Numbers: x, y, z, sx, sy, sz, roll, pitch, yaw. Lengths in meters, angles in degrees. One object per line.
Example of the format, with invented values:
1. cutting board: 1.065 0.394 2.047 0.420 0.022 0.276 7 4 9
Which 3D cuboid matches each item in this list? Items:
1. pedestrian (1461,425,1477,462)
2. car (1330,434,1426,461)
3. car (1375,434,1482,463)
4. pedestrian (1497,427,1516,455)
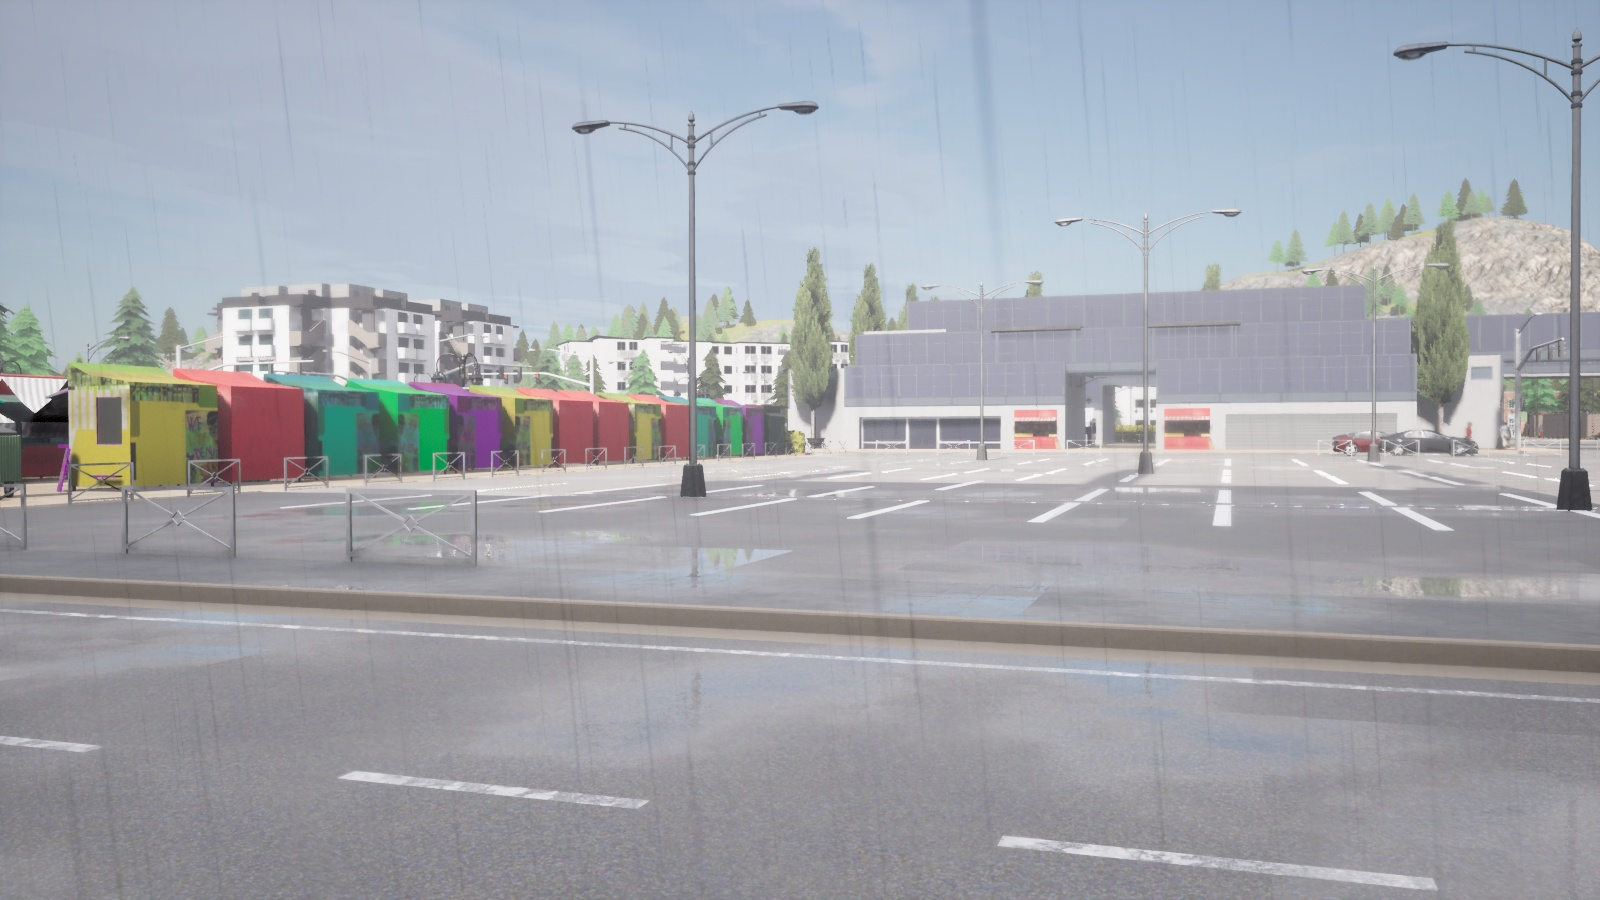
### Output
1. pedestrian: 33.500 -0.340 62.862 0.636 1.846 0.331 1 1 19
2. car: 32.991 -0.145 71.838 4.792 1.488 2.163 1 1 20
3. car: 33.860 -0.120 67.801 4.902 1.511 2.128 1 1 20
4. pedestrian: 46.164 -0.600 82.058 0.874 1.855 0.900 1 1 43
